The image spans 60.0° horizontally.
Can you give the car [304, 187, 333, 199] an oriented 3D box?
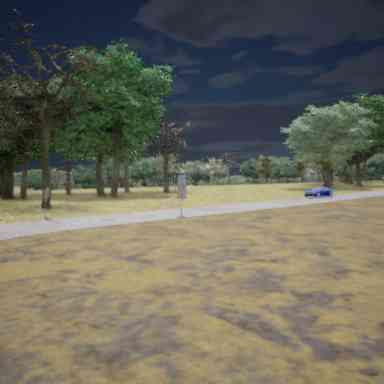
[{"bbox_3d":[16.910,0.021,44.330,5.008,1.535,1.882,-2,2,-39],"label":"car"}]
